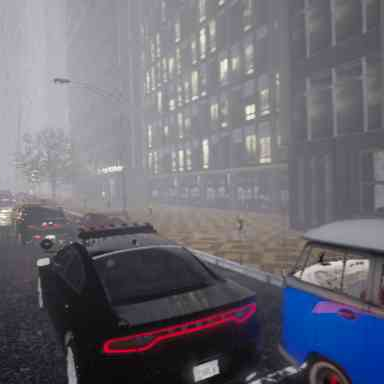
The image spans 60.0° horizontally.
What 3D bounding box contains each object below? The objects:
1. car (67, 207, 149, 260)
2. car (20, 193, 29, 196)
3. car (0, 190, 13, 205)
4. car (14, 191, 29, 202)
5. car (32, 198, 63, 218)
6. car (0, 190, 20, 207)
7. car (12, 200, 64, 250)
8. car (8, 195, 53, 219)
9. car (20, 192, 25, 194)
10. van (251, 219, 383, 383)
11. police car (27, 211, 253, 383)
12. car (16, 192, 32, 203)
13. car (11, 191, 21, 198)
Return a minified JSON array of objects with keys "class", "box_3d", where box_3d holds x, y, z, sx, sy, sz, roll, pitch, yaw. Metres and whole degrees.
[{"class":"car","box_3d":[-3.271,1.347,12.283,1.802,1.307,4.206,-2,2,-30]},{"class":"car","box_3d":[-17.558,1.077,36.898,2.008,1.369,4.403,-2,2,-30]},{"class":"car","box_3d":[-27.397,0.704,48.469,2.150,2.045,5.566,-2,2,-30]},{"class":"car","box_3d":[-28.990,0.749,56.587,1.967,1.590,4.097,-2,2,-30]},{"class":"car","box_3d":[-11.843,1.207,27.053,1.802,1.307,4.206,-2,2,-30]},{"class":"car","box_3d":[-21.049,0.953,37.591,2.097,1.767,4.553,-2,2,-29]},{"class":"car","box_3d":[-6.143,1.313,13.662,1.837,1.490,4.892,-2,2,-30]},{"class":"car","box_3d":[-9.251,1.213,19.015,1.801,1.575,5.366,-2,2,-30]},{"class":"car","box_3d":[-20.415,1.025,41.821,2.008,1.369,4.403,-2,2,-30]},{"class":"van","box_3d":[2.437,1.199,2.431,1.690,1.788,3.998,-2,2,-30]},{"class":"police car","box_3d":[-1.181,1.314,5.106,1.930,1.638,5.238,-2,2,-30]},{"class":"car","box_3d":[-26.133,0.804,51.665,1.967,1.590,4.097,-2,2,-30]},{"class":"car","box_3d":[-40.417,0.624,76.283,1.887,1.381,4.507,-2,2,-30]}]
